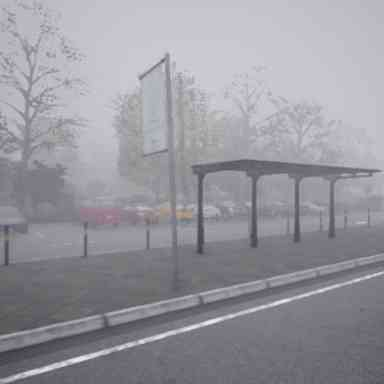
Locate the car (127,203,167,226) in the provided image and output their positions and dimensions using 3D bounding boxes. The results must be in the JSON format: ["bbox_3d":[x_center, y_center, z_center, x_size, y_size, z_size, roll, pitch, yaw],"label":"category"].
[{"bbox_3d":[-4.020,1.575,23.829,2.002,1.452,4.674,0,0,-36],"label":"car"}]

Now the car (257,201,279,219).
[{"bbox_3d":[5.008,1.590,30.295,2.097,1.535,5.008,0,0,-36],"label":"car"}]

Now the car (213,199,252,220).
[{"bbox_3d":[2.736,1.451,28.701,2.185,1.767,4.553,0,0,-36],"label":"car"}]

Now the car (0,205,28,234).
[{"bbox_3d":[-10.777,1.525,18.967,2.163,1.488,4.792,0,0,-36],"label":"car"}]

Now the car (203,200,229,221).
[{"bbox_3d":[0.497,1.602,27.059,2.002,1.452,4.674,0,0,-36],"label":"car"}]

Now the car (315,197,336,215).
[{"bbox_3d":[11.892,1.632,34.979,1.946,1.575,5.366,0,0,-36],"label":"car"}]

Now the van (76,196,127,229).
[{"bbox_3d":[-6.345,1.296,22.314,1.878,1.987,4.442,0,0,-36],"label":"van"}]

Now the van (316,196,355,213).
[{"bbox_3d":[16.368,1.439,38.264,1.878,1.987,4.442,0,0,-36],"label":"van"}]

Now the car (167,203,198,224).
[{"bbox_3d":[-1.759,1.548,25.443,2.097,1.535,5.008,0,0,-36],"label":"car"}]

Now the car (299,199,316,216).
[{"bbox_3d":[9.509,1.649,33.541,2.163,1.488,4.792,0,0,-36],"label":"car"}]

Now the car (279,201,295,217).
[{"bbox_3d":[7.273,1.606,31.899,2.231,1.521,4.892,0,0,-36],"label":"car"}]

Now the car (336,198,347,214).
[{"bbox_3d":[14.025,1.679,36.770,2.163,1.488,4.792,0,0,-36],"label":"car"}]
